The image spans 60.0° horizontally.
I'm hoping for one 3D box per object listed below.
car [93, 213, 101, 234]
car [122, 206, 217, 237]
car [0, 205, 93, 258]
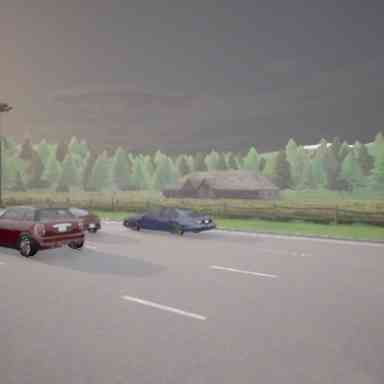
[{"bbox_3d":[-6.691,1.441,17.360,4.674,1.442,1.812,0,0,35],"label":"car"},{"bbox_3d":[-1.320,1.485,17.830,5.357,1.411,2.033,0,0,35],"label":"car"},{"bbox_3d":[-6.202,1.284,12.714,4.553,1.767,2.097,0,0,35],"label":"car"}]
